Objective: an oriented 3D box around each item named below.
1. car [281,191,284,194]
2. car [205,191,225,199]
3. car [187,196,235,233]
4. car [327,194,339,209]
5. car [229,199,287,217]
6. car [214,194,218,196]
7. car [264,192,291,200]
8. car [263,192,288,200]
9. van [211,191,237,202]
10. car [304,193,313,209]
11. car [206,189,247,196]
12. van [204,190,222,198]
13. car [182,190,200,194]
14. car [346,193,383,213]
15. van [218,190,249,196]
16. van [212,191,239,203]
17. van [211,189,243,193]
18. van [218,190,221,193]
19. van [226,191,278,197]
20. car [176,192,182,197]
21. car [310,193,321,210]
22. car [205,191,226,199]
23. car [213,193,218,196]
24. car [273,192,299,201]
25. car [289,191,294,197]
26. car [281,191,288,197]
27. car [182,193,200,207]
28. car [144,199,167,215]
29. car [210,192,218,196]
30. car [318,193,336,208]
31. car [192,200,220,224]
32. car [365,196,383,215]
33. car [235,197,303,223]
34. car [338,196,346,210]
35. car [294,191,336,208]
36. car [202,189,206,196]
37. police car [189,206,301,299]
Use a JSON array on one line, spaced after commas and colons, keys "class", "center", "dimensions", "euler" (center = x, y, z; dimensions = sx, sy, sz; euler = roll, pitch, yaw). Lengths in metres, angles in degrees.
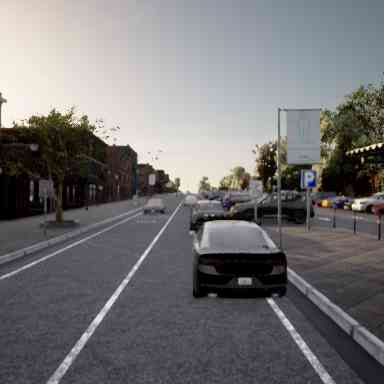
[{"class": "car", "center": [18.626, 0.804, 60.233], "dimensions": [5.566, 2.045, 2.435], "euler": [0, 1, 0]}, {"class": "car", "center": [5.406, 0.674, 79.293], "dimensions": [4.553, 1.767, 2.185], "euler": [0, 1, 0]}, {"class": "car", "center": [0.923, 1.272, 18.475], "dimensions": [2.097, 1.767, 4.553], "euler": [0, 0, 0]}, {"class": "car", "center": [18.684, 1.298, 38.027], "dimensions": [5.008, 1.535, 2.097], "euler": [0, 0, 0]}, {"class": "car", "center": [5.650, 1.390, 28.830], "dimensions": [4.674, 1.452, 2.002], "euler": [0, 0, 0]}, {"class": "car", "center": [5.619, 1.291, 42.849], "dimensions": [4.792, 1.488, 2.163], "euler": [0, 0, 0]}, {"class": "car", "center": [18.365, 0.904, 71.338], "dimensions": [5.366, 1.575, 1.946], "euler": [0, 1, 0]}, {"class": "car", "center": [18.545, 0.871, 74.115], "dimensions": [4.892, 1.521, 2.231], "euler": [0, 1, 0]}, {"class": "van", "center": [5.636, 0.835, 59.671], "dimensions": [4.442, 1.987, 1.878], "euler": [0, 1, 0]}, {"class": "car", "center": [18.683, 1.258, 46.359], "dimensions": [4.792, 1.488, 2.163], "euler": [0, 1, 0]}, {"class": "car", "center": [5.515, 0.885, 54.064], "dimensions": [5.566, 2.045, 2.435], "euler": [0, 1, 0]}, {"class": "van", "center": [5.298, 0.499, 84.898], "dimensions": [4.442, 1.987, 1.878], "euler": [0, 1, 0]}, {"class": "car", "center": [-0.165, 0.930, 59.104], "dimensions": [2.097, 1.767, 4.553], "euler": [0, 1, 0]}, {"class": "car", "center": [18.684, 1.080, 32.473], "dimensions": [5.566, 2.045, 2.435], "euler": [0, 0, 0]}, {"class": "van", "center": [5.496, 1.077, 37.242], "dimensions": [4.442, 1.987, 1.878], "euler": [0, 0, 0]}, {"class": "van", "center": [5.648, 0.873, 56.868], "dimensions": [4.442, 1.987, 1.878], "euler": [0, 1, 0]}, {"class": "van", "center": [5.671, 0.947, 51.264], "dimensions": [4.442, 1.987, 1.878], "euler": [0, 1, 0]}, {"class": "van", "center": [5.718, 1.056, 40.044], "dimensions": [4.442, 1.987, 1.878], "euler": [0, 0, 0]}, {"class": "van", "center": [5.753, 1.109, 31.632], "dimensions": [4.442, 1.987, 1.878], "euler": [0, 0, 0]}, {"class": "car", "center": [-3.510, 0.640, 92.715], "dimensions": [2.128, 1.511, 4.902], "euler": [0, 1, 0]}, {"class": "car", "center": [18.637, 1.287, 43.576], "dimensions": [4.792, 1.488, 2.163], "euler": [0, 1, 0]}, {"class": "car", "center": [5.418, 0.711, 76.490], "dimensions": [4.553, 1.767, 2.185], "euler": [0, 1, 0]}, {"class": "car", "center": [5.575, 1.275, 45.656], "dimensions": [4.674, 1.452, 2.002], "euler": [0, 1, 0]}, {"class": "car", "center": [18.605, 0.856, 65.787], "dimensions": [4.553, 1.767, 2.185], "euler": [0, 1, 0]}, {"class": "car", "center": [18.660, 0.915, 51.907], "dimensions": [5.566, 2.045, 2.435], "euler": [0, 1, 0]}, {"class": "car", "center": [18.794, 1.089, 57.462], "dimensions": [5.366, 1.575, 1.946], "euler": [0, 1, 0]}, {"class": "car", "center": [-0.114, 1.244, 45.690], "dimensions": [1.812, 1.442, 4.674], "euler": [0, 1, 0]}, {"class": "car", "center": [-3.438, 1.363, 31.585], "dimensions": [1.812, 1.442, 4.674], "euler": [0, 0, 0]}, {"class": "car", "center": [5.572, 1.205, 48.459], "dimensions": [4.892, 1.521, 2.231], "euler": [0, 1, 0]}, {"class": "car", "center": [18.862, 1.275, 40.805], "dimensions": [5.366, 1.575, 1.946], "euler": [0, 0, 0]}, {"class": "car", "center": [0.907, 1.391, 24.513], "dimensions": [1.837, 1.490, 4.892], "euler": [0, 0, 0]}, {"class": "car", "center": [18.729, 1.346, 29.699], "dimensions": [5.008, 1.535, 2.097], "euler": [0, 0, 0]}, {"class": "car", "center": [5.474, 1.362, 26.026], "dimensions": [5.366, 1.575, 1.946], "euler": [0, 0, 0]}, {"class": "car", "center": [18.695, 1.317, 35.249], "dimensions": [4.892, 1.521, 2.231], "euler": [0, 0, 0]}, {"class": "car", "center": [18.615, 0.947, 49.131], "dimensions": [5.566, 2.045, 2.435], "euler": [0, 1, 0]}, {"class": "car", "center": [5.444, 0.660, 70.883], "dimensions": [5.566, 2.045, 2.435], "euler": [0, 1, 0]}, {"class": "police car", "center": [0.951, 1.400, 8.603], "dimensions": [1.930, 1.638, 5.238], "euler": [0, 0, 0]}]
